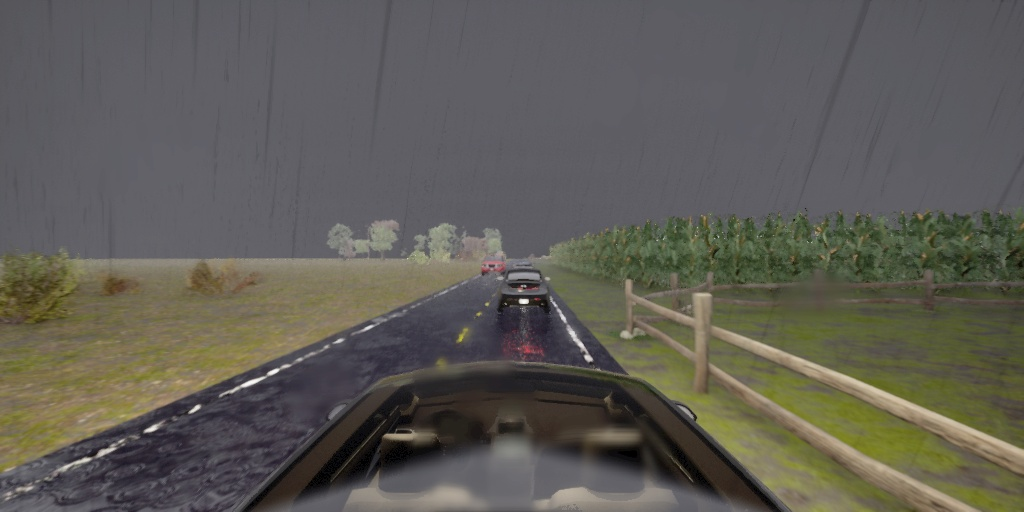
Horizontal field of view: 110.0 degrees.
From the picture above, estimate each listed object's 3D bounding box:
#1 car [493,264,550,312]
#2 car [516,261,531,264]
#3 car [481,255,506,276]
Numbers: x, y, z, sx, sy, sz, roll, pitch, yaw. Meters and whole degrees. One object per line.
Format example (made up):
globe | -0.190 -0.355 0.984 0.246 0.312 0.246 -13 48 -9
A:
car | 0.463 1.230 14.155 1.837 1.490 4.892 0 0 2
car | 1.074 1.166 33.913 2.128 1.511 4.902 0 0 2
car | -1.798 0.877 36.177 2.150 2.045 5.566 0 0 2
